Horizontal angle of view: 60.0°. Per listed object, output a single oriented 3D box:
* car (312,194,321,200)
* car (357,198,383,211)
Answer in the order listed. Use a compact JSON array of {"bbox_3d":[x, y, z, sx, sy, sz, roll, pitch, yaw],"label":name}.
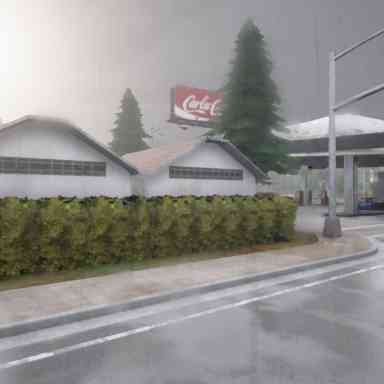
[{"bbox_3d":[32.737,1.361,89.372,2.152,1.636,5.027,0,0,-36],"label":"car"},{"bbox_3d":[21.650,1.496,39.883,4.611,1.667,2.242,0,0,-36],"label":"car"}]
